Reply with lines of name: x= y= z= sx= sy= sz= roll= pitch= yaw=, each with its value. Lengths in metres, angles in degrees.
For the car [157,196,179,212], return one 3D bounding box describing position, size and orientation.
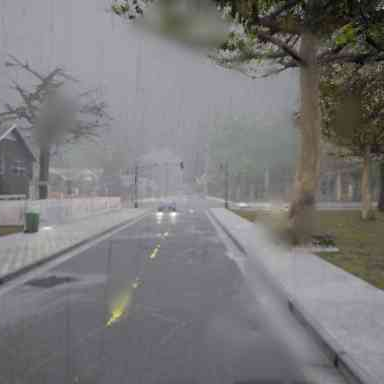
car: x=-2.738 y=1.485 z=37.950 sx=1.812 sy=1.442 sz=4.674 roll=0 pitch=0 yaw=0
